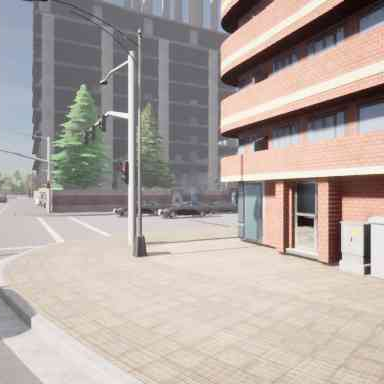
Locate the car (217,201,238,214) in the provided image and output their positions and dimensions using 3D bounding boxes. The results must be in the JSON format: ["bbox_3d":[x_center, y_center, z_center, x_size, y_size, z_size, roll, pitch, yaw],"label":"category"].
[{"bbox_3d":[3.016,1.619,35.566,4.181,1.385,1.994,0,0,-27],"label":"car"}]

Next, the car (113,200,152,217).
[{"bbox_3d":[-4.949,1.547,31.568,4.902,1.511,2.128,0,0,-27],"label":"car"}]

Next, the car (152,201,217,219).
[{"bbox_3d":[-0.644,1.546,29.811,4.902,1.511,2.128,0,0,-27],"label":"car"}]

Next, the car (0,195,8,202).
[{"bbox_3d":[-42.472,1.499,74.885,1.837,1.490,4.892,0,0,-27],"label":"car"}]

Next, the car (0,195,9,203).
[{"bbox_3d":[-37.951,1.594,66.027,1.895,1.301,4.718,0,0,-27],"label":"car"}]
